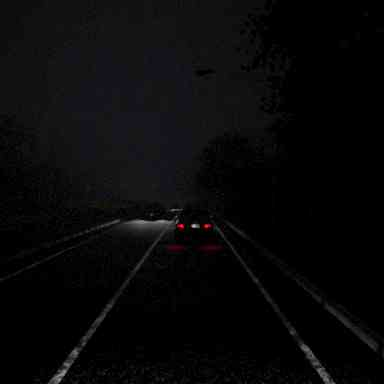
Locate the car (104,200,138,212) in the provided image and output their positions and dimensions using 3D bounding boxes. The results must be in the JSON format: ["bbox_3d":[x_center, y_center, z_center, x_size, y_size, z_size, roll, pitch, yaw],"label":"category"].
[{"bbox_3d":[-10.378,2.031,49.193,4.553,1.767,2.185,0,-2,0],"label":"car"}]

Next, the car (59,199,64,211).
[{"bbox_3d":[-23.420,2.266,52.171,4.892,1.521,2.231,0,-2,0],"label":"car"}]

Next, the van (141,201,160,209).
[{"bbox_3d":[-10.223,3.229,82.465,4.442,1.987,1.878,0,-3,0],"label":"van"}]

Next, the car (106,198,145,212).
[{"bbox_3d":[-10.318,2.006,51.968,5.566,2.045,2.435,0,-2,0],"label":"car"}]

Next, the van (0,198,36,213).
[{"bbox_3d":[-23.546,1.750,43.756,4.442,1.987,1.878,0,-2,0],"label":"van"}]

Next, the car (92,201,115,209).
[{"bbox_3d":[-23.390,3.501,88.021,5.566,2.045,2.435,0,-3,0],"label":"car"}]

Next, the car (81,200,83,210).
[{"bbox_3d":[-23.419,2.678,63.245,5.008,1.535,2.097,0,-2,0],"label":"car"}]

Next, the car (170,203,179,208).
[{"bbox_3d":[-3.274,3.054,70.357,1.895,1.301,4.718,0,-2,0],"label":"car"}]

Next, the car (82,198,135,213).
[{"bbox_3d":[-10.163,1.890,40.875,5.366,1.575,1.946,0,-2,0],"label":"car"}]

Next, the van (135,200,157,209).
[{"bbox_3d":[-10.225,2.860,74.161,4.442,1.987,1.878,0,-2,0],"label":"van"}]

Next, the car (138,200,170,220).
[{"bbox_3d":[-3.357,1.700,30.028,1.837,1.490,4.892,0,-1,0],"label":"car"}]

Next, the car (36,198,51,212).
[{"bbox_3d":[-23.455,1.815,46.647,5.566,2.045,2.435,0,-2,0],"label":"car"}]

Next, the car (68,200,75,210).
[{"bbox_3d":[-23.394,2.346,57.712,4.553,1.767,2.185,0,-2,0],"label":"car"}]

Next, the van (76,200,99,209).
[{"bbox_3d":[-23.305,2.866,74.326,4.442,1.987,1.878,0,-2,0],"label":"van"}]

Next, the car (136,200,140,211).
[{"bbox_3d":[-10.354,2.060,46.414,5.008,1.535,2.097,0,-2,0],"label":"car"}]

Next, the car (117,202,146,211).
[{"bbox_3d":[-10.348,2.504,57.505,4.674,1.452,2.002,0,-2,0],"label":"car"}]

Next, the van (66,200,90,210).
[{"bbox_3d":[-23.540,2.660,68.790,4.442,1.987,1.878,0,-2,0],"label":"van"}]

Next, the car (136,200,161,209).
[{"bbox_3d":[-10.369,3.056,79.694,5.566,2.045,2.435,0,-3,0],"label":"car"}]

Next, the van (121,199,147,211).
[{"bbox_3d":[-10.461,2.342,60.290,4.442,1.987,1.878,0,-2,0],"label":"van"}]

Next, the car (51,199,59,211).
[{"bbox_3d":[-23.242,2.161,49.406,5.366,1.575,1.946,0,-2,0],"label":"car"}]

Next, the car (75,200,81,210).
[{"bbox_3d":[-23.419,2.570,60.351,5.008,1.535,2.097,0,-2,0],"label":"car"}]

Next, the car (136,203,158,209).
[{"bbox_3d":[-10.371,3.219,76.932,4.792,1.488,2.163,0,-3,0],"label":"car"}]

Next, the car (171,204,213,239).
[{"bbox_3d":[0.093,1.583,17.327,2.033,1.411,5.357,0,0,0],"label":"car"}]

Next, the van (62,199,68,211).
[{"bbox_3d":[-23.542,2.143,54.948,4.442,1.987,1.878,0,-2,0],"label":"van"}]

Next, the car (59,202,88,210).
[{"bbox_3d":[-23.417,2.783,66.013,4.892,1.521,2.231,0,-2,0],"label":"car"}]

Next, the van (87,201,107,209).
[{"bbox_3d":[-23.536,3.238,82.612,4.442,1.987,1.878,0,-3,0],"label":"van"}]

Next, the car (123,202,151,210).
[{"bbox_3d":[-10.350,2.671,63.056,5.008,1.535,2.097,0,-2,0],"label":"car"}]

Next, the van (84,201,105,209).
[{"bbox_3d":[-23.304,3.083,79.713,4.442,1.987,1.878,0,-3,0],"label":"van"}]
